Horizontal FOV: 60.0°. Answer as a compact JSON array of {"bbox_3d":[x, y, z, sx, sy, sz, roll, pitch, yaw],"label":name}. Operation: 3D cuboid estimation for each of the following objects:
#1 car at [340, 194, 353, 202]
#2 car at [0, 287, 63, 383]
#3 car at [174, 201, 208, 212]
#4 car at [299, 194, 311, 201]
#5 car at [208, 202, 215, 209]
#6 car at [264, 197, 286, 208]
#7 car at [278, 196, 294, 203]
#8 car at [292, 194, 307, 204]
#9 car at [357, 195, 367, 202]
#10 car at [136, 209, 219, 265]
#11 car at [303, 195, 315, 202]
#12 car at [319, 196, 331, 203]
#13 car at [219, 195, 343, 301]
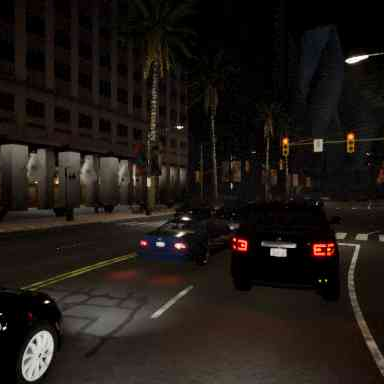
[{"bbox_3d":[35.713,1.355,77.594,2.097,1.767,4.553,0,0,28],"label":"car"},{"bbox_3d":[-2.896,1.505,2.552,1.837,1.490,4.892,0,0,9],"label":"car"},{"bbox_3d":[0.273,1.505,27.460,1.837,1.490,4.892,0,0,29],"label":"car"},{"bbox_3d":[30.191,1.354,88.663,2.185,1.767,4.553,0,0,28],"label":"car"},{"bbox_3d":[3.340,1.477,25.772,1.882,1.535,5.008,0,0,29],"label":"car"},{"bbox_3d":[12.488,1.492,49.860,2.128,1.511,4.902,0,0,29],"label":"car"},{"bbox_3d":[19.633,1.513,69.440,2.161,1.482,4.786,0,0,28],"label":"car"},{"bbox_3d":[21.395,1.352,66.005,2.097,1.767,4.553,0,0,29],"label":"car"},{"bbox_3d":[38.296,1.595,75.015,1.895,1.301,4.718,0,0,28],"label":"car"},{"bbox_3d":[0.188,1.547,11.790,2.033,1.411,5.357,0,0,26],"label":"car"},{"bbox_3d":[26.780,1.524,75.875,1.812,1.442,4.674,0,0,29],"label":"car"},{"bbox_3d":[29.287,1.524,73.168,1.812,1.442,4.674,0,0,29],"label":"car"},{"bbox_3d":[2.613,1.221,8.701,2.150,2.045,5.566,0,0,22],"label":"car"}]
